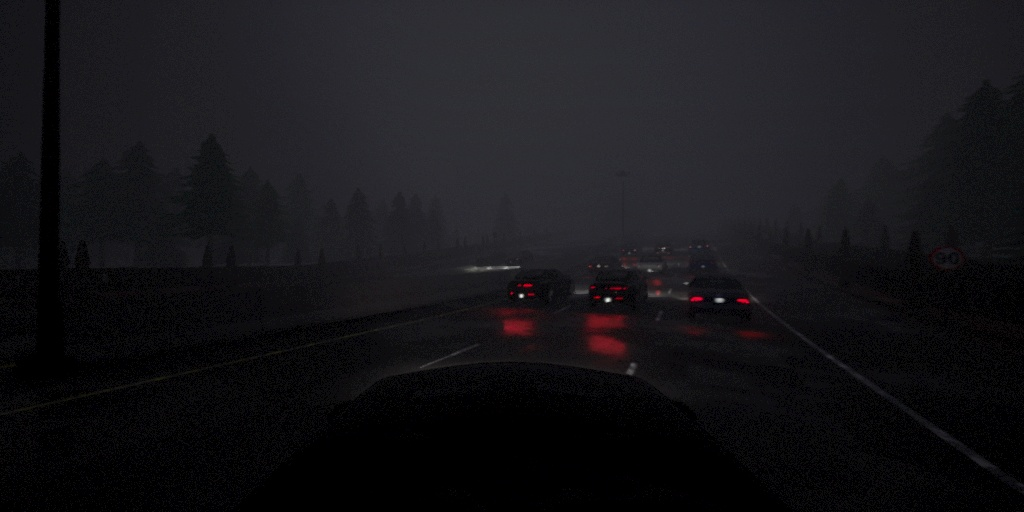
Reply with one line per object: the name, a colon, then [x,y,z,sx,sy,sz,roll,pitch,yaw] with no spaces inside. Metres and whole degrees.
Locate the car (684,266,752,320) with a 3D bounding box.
car: [7.324,1.322,12.958,2.033,1.411,5.357,0,1,27]

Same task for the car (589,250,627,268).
car: [7.672,0.618,29.325,2.033,1.411,5.357,0,5,27]

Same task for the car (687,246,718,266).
car: [14.689,0.365,27.657,1.882,1.535,5.008,0,5,27]

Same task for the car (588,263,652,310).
car: [4.613,1.283,15.338,1.837,1.490,4.892,0,2,27]

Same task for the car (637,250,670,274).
car: [11.129,0.592,28.392,1.895,1.301,4.718,0,5,27]

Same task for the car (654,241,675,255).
car: [17.375,-1.032,40.893,1.882,1.535,5.008,0,7,27]

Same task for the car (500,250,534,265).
car: [0.907,0.098,39.363,1.812,1.442,4.674,0,6,27]

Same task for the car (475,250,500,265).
car: [-2.293,0.087,40.792,1.882,1.535,5.008,0,6,27]

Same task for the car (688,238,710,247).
car: [20.453,-1.167,39.226,2.097,1.767,4.553,0,6,27]

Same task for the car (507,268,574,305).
car: [1.474,1.304,16.887,1.837,1.490,4.892,0,2,27]

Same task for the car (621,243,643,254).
car: [14.226,-0.881,42.421,1.895,1.301,4.718,0,6,27]
